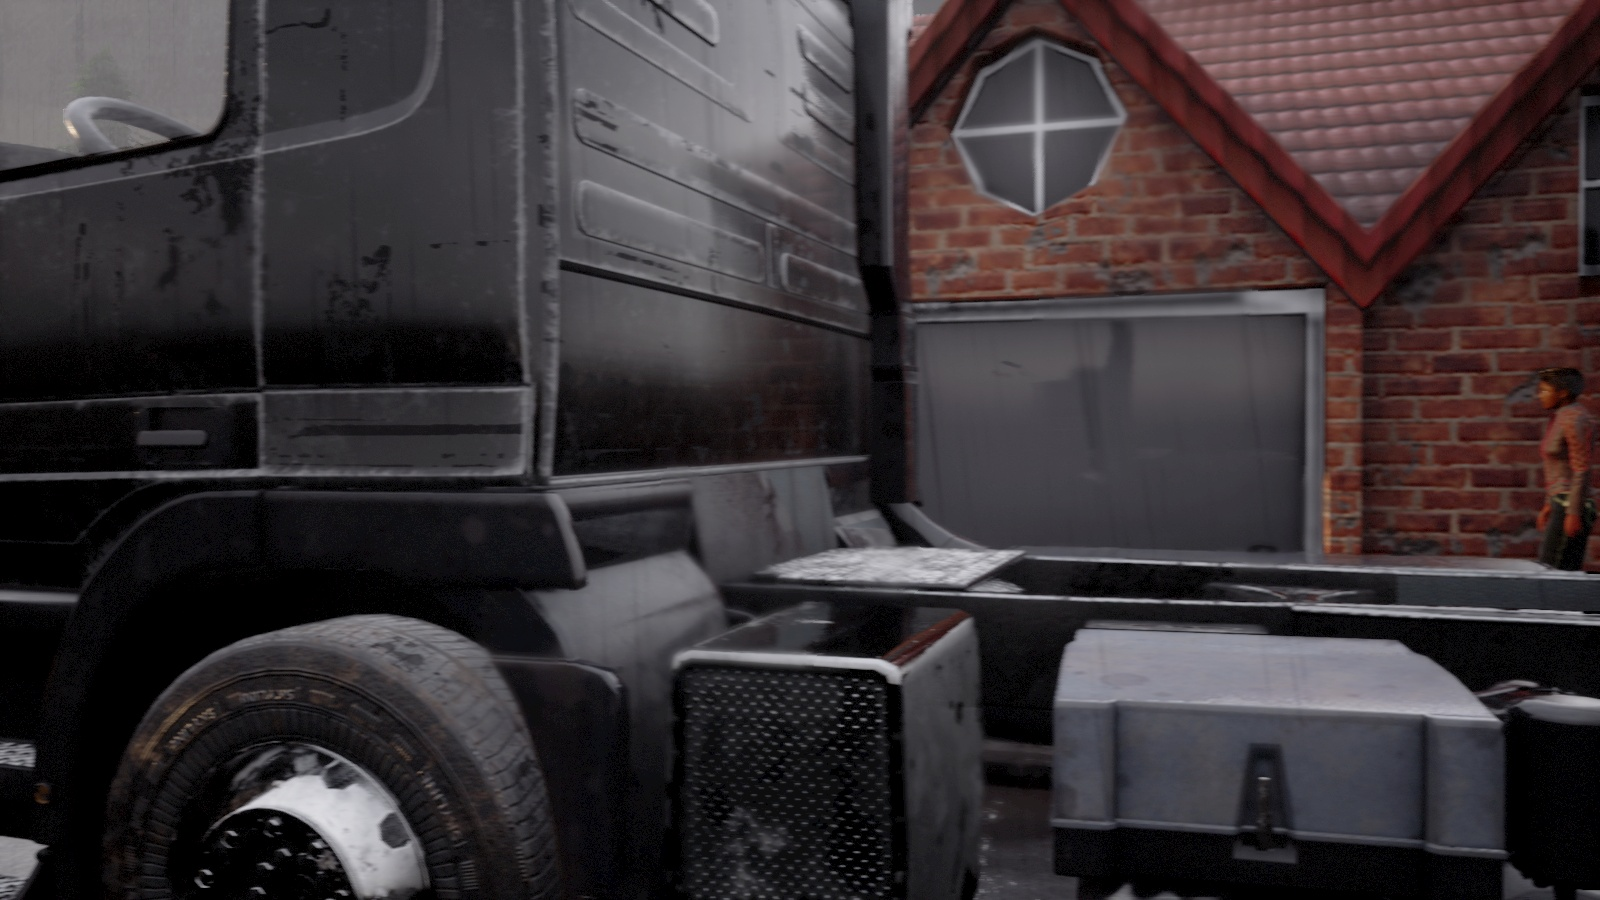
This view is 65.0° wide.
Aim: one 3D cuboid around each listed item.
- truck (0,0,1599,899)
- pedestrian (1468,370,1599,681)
[{"bbox_3d":[1.482,-0.201,3.194,7.936,3.462,2.891,1,1,20],"label":"truck"},{"bbox_3d":[4.534,0.432,7.542,0.869,1.805,0.328,1,1,34],"label":"pedestrian"}]
